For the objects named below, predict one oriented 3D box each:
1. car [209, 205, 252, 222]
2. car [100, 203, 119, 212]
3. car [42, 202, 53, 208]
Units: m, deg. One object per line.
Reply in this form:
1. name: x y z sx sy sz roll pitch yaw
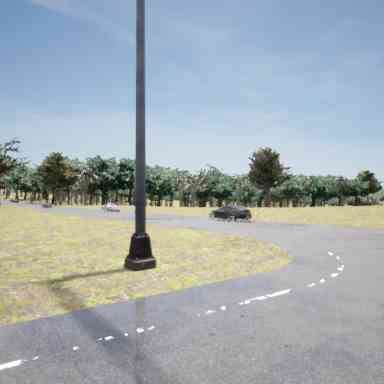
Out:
1. car: 3.662 2.045 32.246 1.837 1.490 4.892 3 -3 -36
2. car: -14.113 2.663 56.946 1.812 1.442 4.674 3 -3 -36
3. car: -32.528 2.928 74.871 2.128 1.511 4.902 2 -2 -28
